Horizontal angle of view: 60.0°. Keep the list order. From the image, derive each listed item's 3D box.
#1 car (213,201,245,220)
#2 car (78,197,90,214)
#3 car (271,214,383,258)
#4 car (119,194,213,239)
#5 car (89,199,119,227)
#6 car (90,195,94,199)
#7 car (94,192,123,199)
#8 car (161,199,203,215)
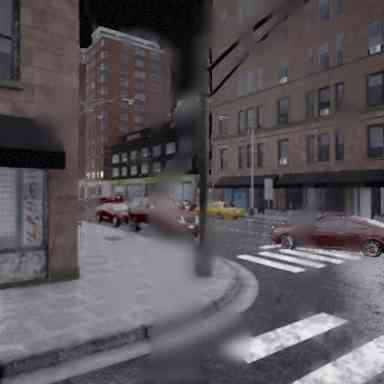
[{"bbox_3d":[2.086,1.358,26.435,1.752,1.417,4.829,1,0,-36],"label":"car"},{"bbox_3d":[-11.155,1.200,30.175,1.887,1.381,4.507,1,0,-36],"label":"car"},{"bbox_3d":[5.462,1.586,12.870,4.674,1.442,1.812,1,3,26],"label":"car"},{"bbox_3d":[-1.497,1.206,16.863,2.192,1.841,5.009,1,0,-36],"label":"car"},{"bbox_3d":[-4.720,1.354,21.300,1.887,1.381,4.507,1,0,-36],"label":"car"},{"bbox_3d":[-13.904,1.014,48.488,2.008,1.369,4.403,1,0,-36],"label":"car"},{"bbox_3d":[-10.682,0.849,44.050,2.192,1.841,5.009,1,0,-36],"label":"car"},{"bbox_3d":[-1.033,1.338,30.736,1.802,1.307,4.206,1,0,-36],"label":"car"}]
